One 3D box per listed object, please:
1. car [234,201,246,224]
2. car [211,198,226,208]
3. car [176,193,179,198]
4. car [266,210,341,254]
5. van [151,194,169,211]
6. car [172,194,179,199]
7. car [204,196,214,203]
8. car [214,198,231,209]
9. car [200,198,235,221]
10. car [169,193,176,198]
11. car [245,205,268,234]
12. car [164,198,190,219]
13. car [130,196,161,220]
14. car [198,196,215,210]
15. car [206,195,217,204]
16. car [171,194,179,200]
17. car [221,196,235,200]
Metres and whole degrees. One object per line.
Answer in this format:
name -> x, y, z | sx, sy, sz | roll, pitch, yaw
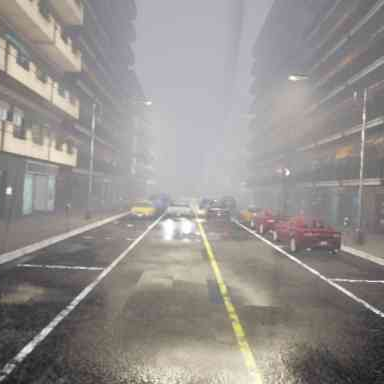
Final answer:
car -> 4.698, 1.703, 26.022 | 1.752, 1.417, 4.829 | 3, 0, -1
car -> 4.309, 1.693, 54.157 | 2.008, 1.369, 4.403 | 3, 0, -1
car -> -4.293, 1.249, 70.880 | 1.752, 1.417, 4.829 | 3, 0, -1
car -> 4.856, 1.752, 14.529 | 1.887, 1.381, 4.507 | 3, 0, -1
van -> -3.817, 1.087, 37.081 | 1.690, 1.788, 3.998 | 3, 0, -1
car -> -4.613, 1.322, 93.694 | 1.802, 1.307, 4.206 | 2, 0, -1
car -> 3.994, 1.703, 76.800 | 1.947, 1.339, 4.313 | 2, 0, -1
car -> 4.387, 1.698, 48.496 | 2.008, 1.369, 4.403 | 3, 0, -1
car -> 2.067, 1.535, 27.862 | 2.128, 1.511, 4.902 | 3, 0, -1
car -> -4.056, 1.170, 54.065 | 1.967, 1.590, 4.097 | 3, 0, -1
car -> 4.778, 1.736, 20.195 | 1.887, 1.381, 4.507 | 3, 0, -1
car -> -1.098, 1.489, 28.478 | 1.895, 1.301, 4.718 | 3, 0, -1
car -> -3.666, 1.291, 25.589 | 1.752, 1.417, 4.829 | 3, 0, -1
car -> 1.840, 1.548, 41.673 | 1.812, 1.442, 4.674 | 3, 0, 0
car -> 4.079, 1.576, 71.141 | 1.967, 1.590, 4.097 | 3, 0, -1
car -> -4.534, 1.315, 88.033 | 1.802, 1.307, 4.206 | 2, 0, -1
car -> 4.476, 1.468, 42.834 | 2.192, 1.841, 5.009 | 3, 0, -1
